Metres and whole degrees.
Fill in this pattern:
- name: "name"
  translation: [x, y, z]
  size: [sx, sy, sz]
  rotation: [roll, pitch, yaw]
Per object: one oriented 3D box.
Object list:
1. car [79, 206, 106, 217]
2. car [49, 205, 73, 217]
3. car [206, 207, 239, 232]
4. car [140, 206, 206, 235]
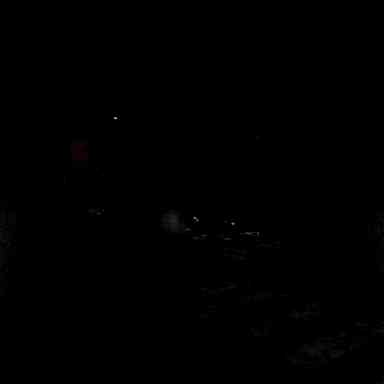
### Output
- name: "car"
  translation: [-12.494, 2.350, 41.682]
  size: [1.895, 1.301, 4.718]
  rotation: [0, -1, -36]
- name: "car"
  translation: [-16.528, 2.348, 41.711]
  size: [2.033, 1.411, 5.357]
  rotation: [0, -1, -36]
- name: "car"
  translation: [1.160, 1.815, 22.962]
  size: [1.837, 1.490, 4.892]
  rotation: [0, -1, -36]
- name: "car"
  translation: [-1.487, 1.669, 21.076]
  size: [2.097, 1.767, 4.553]
  rotation: [0, -1, -36]
